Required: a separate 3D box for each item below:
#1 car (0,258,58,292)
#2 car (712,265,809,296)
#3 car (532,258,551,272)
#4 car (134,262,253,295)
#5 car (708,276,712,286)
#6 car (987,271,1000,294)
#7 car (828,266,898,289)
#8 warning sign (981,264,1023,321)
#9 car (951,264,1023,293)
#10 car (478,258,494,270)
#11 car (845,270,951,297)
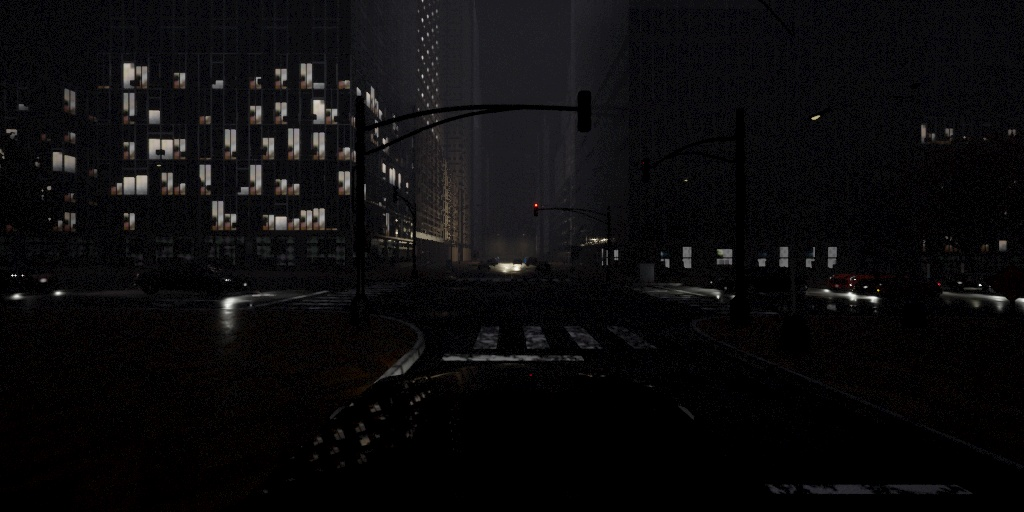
[{"bbox_3d":[-24.157,0.823,16.496,4.902,1.511,2.128,1,0,-3],"label":"car"},{"bbox_3d":[15.151,1.399,21.751,4.553,1.767,2.097,1,0,-3],"label":"car"},{"bbox_3d":[3.950,1.329,46.198,1.948,1.339,4.313,0,0,0],"label":"car"},{"bbox_3d":[-14.942,1.026,16.919,4.674,1.442,1.812,1,0,-1],"label":"car"},{"bbox_3d":[16.199,1.591,25.052,4.674,1.442,1.812,1,0,-3],"label":"car"},{"bbox_3d":[34.036,1.934,22.614,5.357,1.411,2.033,1,0,-3],"label":"car"},{"bbox_3d":[25.241,1.579,25.465,4.553,1.767,2.097,1,0,-3],"label":"car"},{"bbox_3d":[17.281,1.204,12.389,1.060,1.860,1.300,0,0,-3],"label":"warning sign"},{"bbox_3d":[34.985,1.624,25.905,5.566,2.045,2.150,1,0,-2],"label":"car"},{"bbox_3d":[-4.000,1.343,51.695,1.802,1.307,4.207,0,0,0],"label":"car"},{"bbox_3d":[23.737,1.765,22.147,4.181,1.385,1.994,1,0,-3],"label":"car"}]
